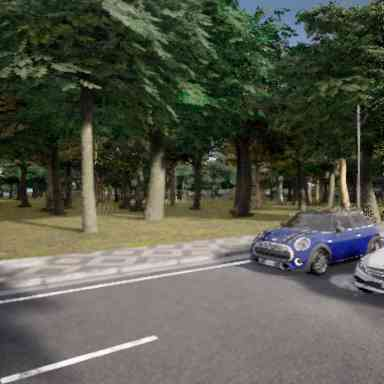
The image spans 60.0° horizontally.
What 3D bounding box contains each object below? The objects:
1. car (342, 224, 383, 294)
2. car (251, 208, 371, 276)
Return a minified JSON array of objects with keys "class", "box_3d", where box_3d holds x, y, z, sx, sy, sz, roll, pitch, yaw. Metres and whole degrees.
[{"class":"car","box_3d":[5.691,1.552,7.746,4.674,1.442,1.812,0,0,-36]},{"class":"car","box_3d":[3.982,1.379,10.518,4.553,1.767,2.097,0,0,-36]}]
